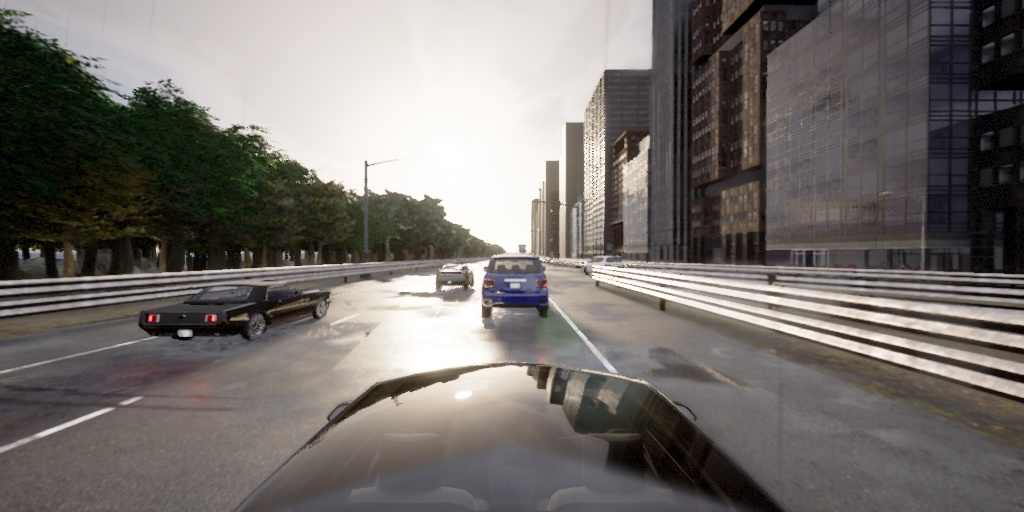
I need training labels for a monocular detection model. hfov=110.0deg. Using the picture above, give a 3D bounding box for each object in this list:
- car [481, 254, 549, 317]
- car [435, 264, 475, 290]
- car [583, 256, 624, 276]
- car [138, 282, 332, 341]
[{"bbox_3d":[0.095,0.963,13.249,2.150,2.045,5.566,0,0,0],"label":"car"},{"bbox_3d":[-3.408,1.229,22.030,2.128,1.511,4.902,0,0,0],"label":"car"},{"bbox_3d":[8.847,0.995,35.017,2.150,2.045,5.566,0,0,-12],"label":"car"},{"bbox_3d":[-6.905,1.345,9.803,1.895,1.301,4.718,0,0,0],"label":"car"}]
